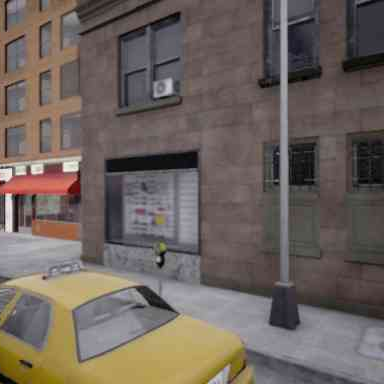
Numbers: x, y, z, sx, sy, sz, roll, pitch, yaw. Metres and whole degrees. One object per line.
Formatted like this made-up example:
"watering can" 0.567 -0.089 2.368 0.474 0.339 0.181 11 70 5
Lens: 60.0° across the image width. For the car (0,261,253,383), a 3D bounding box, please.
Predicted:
"car" -1.703 1.531 4.028 4.829 1.417 1.752 0 0 36
